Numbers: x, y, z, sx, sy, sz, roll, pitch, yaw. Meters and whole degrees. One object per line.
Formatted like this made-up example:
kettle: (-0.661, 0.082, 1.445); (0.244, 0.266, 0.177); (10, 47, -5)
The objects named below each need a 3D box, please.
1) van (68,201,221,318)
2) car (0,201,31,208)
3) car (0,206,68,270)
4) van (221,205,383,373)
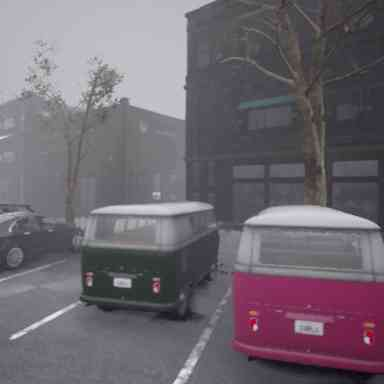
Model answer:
van: (-0.539, 1.227, 7.469); (1.878, 1.987, 4.442); (0, 0, 16)
car: (-7.781, 1.257, 12.544); (2.185, 1.767, 4.553); (1, 0, 16)
car: (-5.380, 1.406, 10.790); (2.231, 1.521, 4.892); (0, 0, 15)
van: (1.868, 1.249, 5.747); (1.878, 1.987, 4.442); (0, 0, 16)
